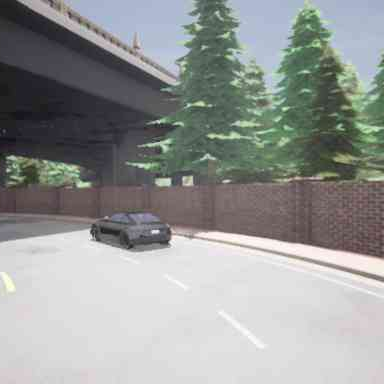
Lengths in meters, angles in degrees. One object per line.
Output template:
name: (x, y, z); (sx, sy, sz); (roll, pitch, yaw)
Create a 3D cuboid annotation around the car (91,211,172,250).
car: (-2.696, 1.485, 14.234); (1.994, 1.385, 4.181); (-1, 0, -40)
